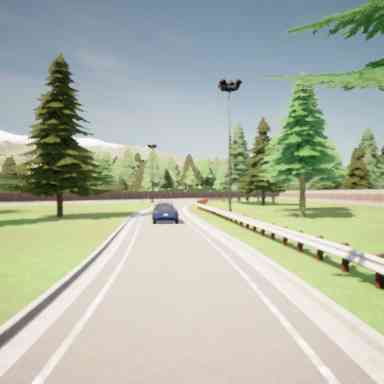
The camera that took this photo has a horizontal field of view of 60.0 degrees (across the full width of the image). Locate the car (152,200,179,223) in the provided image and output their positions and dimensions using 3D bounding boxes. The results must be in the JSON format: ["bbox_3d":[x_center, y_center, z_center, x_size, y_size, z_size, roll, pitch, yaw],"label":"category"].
[{"bbox_3d":[-2.067,1.597,25.767,1.994,1.385,4.181,0,0,-6],"label":"car"}]

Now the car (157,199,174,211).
[{"bbox_3d":[-3.303,1.653,42.201,1.895,1.301,4.718,0,0,-2],"label":"car"}]
